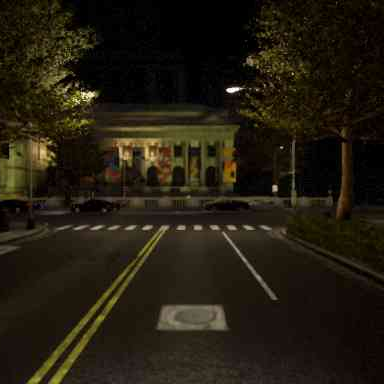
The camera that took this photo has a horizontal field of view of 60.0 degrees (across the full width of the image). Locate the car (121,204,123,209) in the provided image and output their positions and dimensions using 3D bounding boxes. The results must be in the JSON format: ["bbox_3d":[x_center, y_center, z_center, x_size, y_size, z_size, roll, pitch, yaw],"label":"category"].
[{"bbox_3d":[-10.698,1.637,39.611,4.718,1.301,1.895,0,0,0],"label":"car"}]

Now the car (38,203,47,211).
[{"bbox_3d":[-19.983,1.637,39.666,4.718,1.301,1.895,0,0,0],"label":"car"}]

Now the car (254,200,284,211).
[{"bbox_3d":[8.403,1.637,39.500,4.718,1.301,1.895,0,0,0],"label":"car"}]

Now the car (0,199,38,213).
[{"bbox_3d":[-19.850,1.538,36.164,4.892,1.490,1.837,0,0,0],"label":"car"}]

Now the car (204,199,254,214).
[{"bbox_3d":[3.799,1.523,36.031,4.902,1.511,2.128,0,0,0],"label":"car"}]

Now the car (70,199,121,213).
[{"bbox_3d":[-10.667,1.537,36.112,4.892,1.490,1.837,0,0,0],"label":"car"}]
